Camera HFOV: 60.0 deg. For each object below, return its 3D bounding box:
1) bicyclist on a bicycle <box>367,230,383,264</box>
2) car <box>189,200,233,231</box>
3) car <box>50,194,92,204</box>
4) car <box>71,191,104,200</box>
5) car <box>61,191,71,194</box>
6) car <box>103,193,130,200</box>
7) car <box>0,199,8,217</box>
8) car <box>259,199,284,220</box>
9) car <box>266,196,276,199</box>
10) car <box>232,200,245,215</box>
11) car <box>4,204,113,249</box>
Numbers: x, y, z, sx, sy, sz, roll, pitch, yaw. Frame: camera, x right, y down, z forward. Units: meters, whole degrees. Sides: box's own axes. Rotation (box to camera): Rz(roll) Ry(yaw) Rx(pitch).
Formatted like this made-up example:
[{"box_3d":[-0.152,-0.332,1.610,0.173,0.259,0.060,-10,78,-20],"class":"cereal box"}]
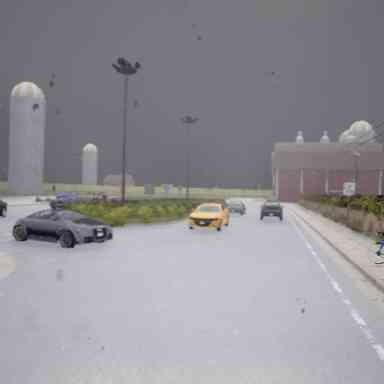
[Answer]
[{"box_3d":[6.259,1.449,10.186,1.656,1.620,0.582,1,0,14],"class":"bicyclist on a bicycle"},{"box_3d":[1.170,1.466,20.926,1.882,1.535,5.008,2,0,14],"class":"car"},{"box_3d":[-13.062,1.174,35.530,1.895,1.301,4.718,2,0,13],"class":"car"},{"box_3d":[-14.909,0.805,49.408,4.605,1.855,1.932,2,0,13],"class":"car"},{"box_3d":[-24.585,0.680,66.096,4.611,1.667,2.242,2,0,13],"class":"car"},{"box_3d":[-10.208,1.191,47.119,1.994,1.385,4.181,2,0,16],"class":"car"},{"box_3d":[-14.147,1.049,22.437,1.882,1.535,5.008,1,0,-10],"class":"car"},{"box_3d":[7.159,1.637,29.908,1.837,1.490,4.892,2,0,14],"class":"car"},{"box_3d":[15.136,1.632,63.035,2.097,1.767,4.553,2,0,14],"class":"car"},{"box_3d":[4.492,1.576,34.469,1.812,1.442,4.674,2,0,14],"class":"car"},{"box_3d":[-5.296,1.393,13.641,4.181,1.385,1.994,2,0,26],"class":"car"}]
